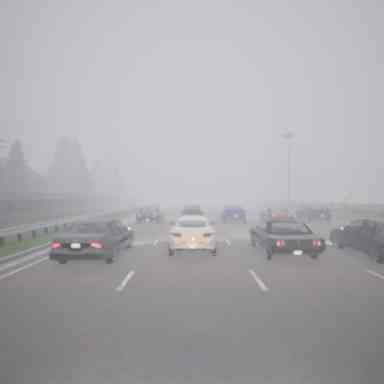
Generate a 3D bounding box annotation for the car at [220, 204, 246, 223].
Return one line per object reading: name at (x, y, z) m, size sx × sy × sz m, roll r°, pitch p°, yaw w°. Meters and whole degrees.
car at (3.541, 1.800, 29.216) m, size 1.882 × 1.535 × 5.008 m, roll 0°, pitch 0°, yaw 1°

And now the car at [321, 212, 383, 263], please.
car at (7.014, 1.686, 12.489) m, size 2.033 × 1.411 × 5.357 m, roll 0°, pitch -1°, yaw 0°

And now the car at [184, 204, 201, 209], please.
car at (0.033, 1.822, 28.479) m, size 1.837 × 1.490 × 4.892 m, roll 0°, pitch 0°, yaw 0°

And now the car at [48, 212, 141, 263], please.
car at (-3.486, 1.687, 12.497) m, size 2.033 × 1.411 × 5.357 m, roll 0°, pitch -1°, yaw 0°

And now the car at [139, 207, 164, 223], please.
car at (-3.471, 1.913, 28.225) m, size 1.895 × 1.301 × 4.718 m, roll 0°, pitch -1°, yaw 0°

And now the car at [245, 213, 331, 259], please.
car at (3.522, 1.748, 13.229) m, size 1.895 × 1.301 × 4.718 m, roll 0°, pitch -1°, yaw 0°

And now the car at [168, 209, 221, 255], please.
car at (0.031, 1.680, 13.879) m, size 1.812 × 1.442 × 4.674 m, roll 0°, pitch 0°, yaw 1°

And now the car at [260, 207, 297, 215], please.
car at (7.029, 1.913, 28.226) m, size 1.895 × 1.301 × 4.718 m, roll 0°, pitch -1°, yaw 0°

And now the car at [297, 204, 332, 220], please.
car at (10.540, 1.800, 29.223) m, size 1.882 × 1.535 × 5.008 m, roll 0°, pitch 0°, yaw 1°
